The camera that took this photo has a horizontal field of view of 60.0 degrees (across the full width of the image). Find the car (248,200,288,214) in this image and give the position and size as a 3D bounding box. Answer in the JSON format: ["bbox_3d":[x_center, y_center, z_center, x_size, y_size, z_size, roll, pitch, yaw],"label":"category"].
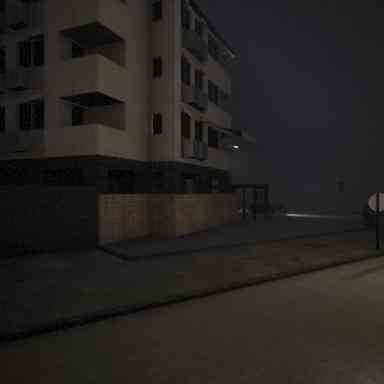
[{"bbox_3d":[7.873,1.564,34.763,1.994,1.385,4.181,0,0,-35],"label":"car"}]
